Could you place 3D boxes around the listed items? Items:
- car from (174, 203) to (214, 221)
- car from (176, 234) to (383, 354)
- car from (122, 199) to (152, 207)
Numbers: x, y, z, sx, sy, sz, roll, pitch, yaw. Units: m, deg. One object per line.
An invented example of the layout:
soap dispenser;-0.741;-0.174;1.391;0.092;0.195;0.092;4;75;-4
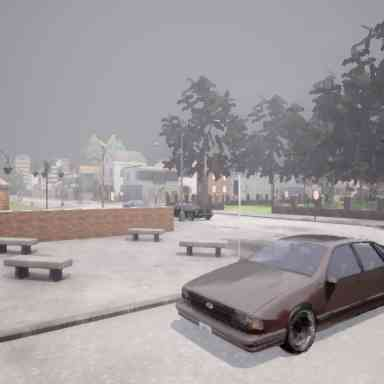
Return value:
car;-0.302;1.601;27.379;1.895;1.301;4.718;0;0;-35
car;2.357;1.547;6.282;5.357;1.411;2.033;0;0;-35
car;-5.825;1.526;35.192;1.812;1.442;4.674;0;0;-35
